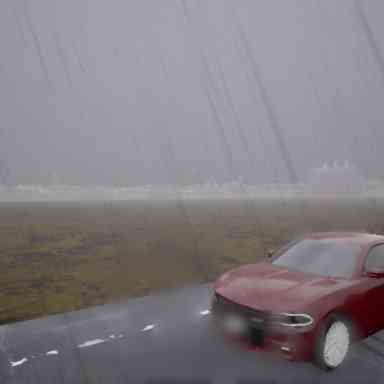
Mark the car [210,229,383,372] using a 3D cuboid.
[{"bbox_3d":[2.580,1.475,5.841,5.008,1.535,1.882,0,0,-36],"label":"car"}]
